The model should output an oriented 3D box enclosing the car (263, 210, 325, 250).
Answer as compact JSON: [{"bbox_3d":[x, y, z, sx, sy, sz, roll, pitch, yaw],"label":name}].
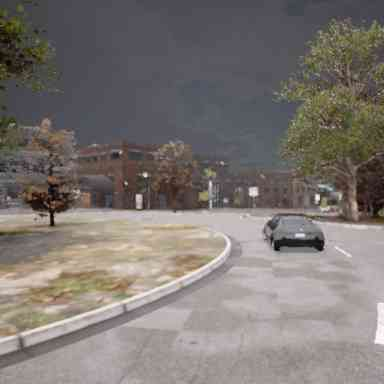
[{"bbox_3d":[4.306,1.619,14.574,1.994,1.385,4.181,-1,0,6],"label":"car"}]
